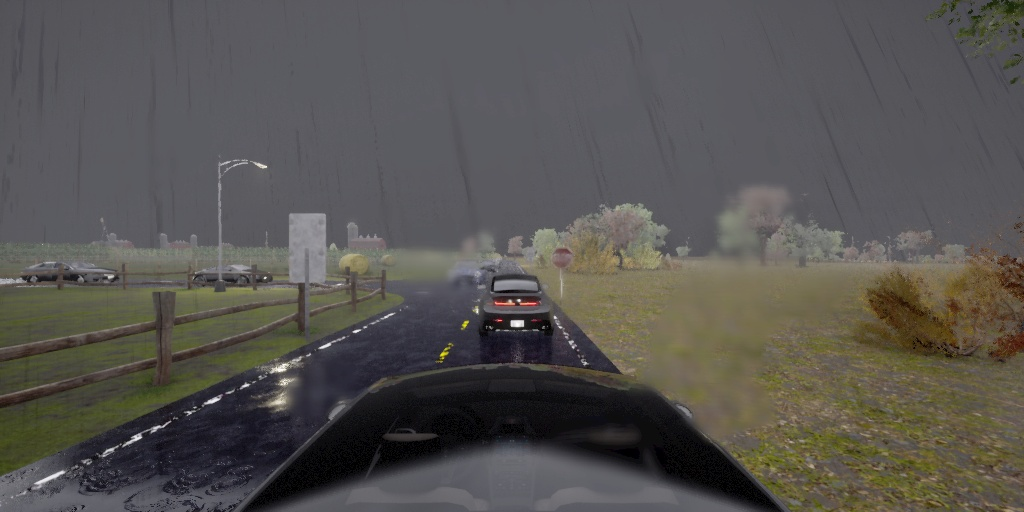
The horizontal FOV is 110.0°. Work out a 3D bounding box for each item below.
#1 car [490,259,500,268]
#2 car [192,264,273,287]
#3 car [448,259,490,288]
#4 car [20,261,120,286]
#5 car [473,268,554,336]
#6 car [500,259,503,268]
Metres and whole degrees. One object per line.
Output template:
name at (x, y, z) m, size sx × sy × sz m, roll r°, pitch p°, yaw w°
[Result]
car at (-2.840, 1.316, 42.910) m, size 2.033 × 1.411 × 5.357 m, roll 0°, pitch 0°, yaw 0°
car at (-17.883, 1.220, 23.069) m, size 4.181 × 1.385 × 1.994 m, roll 0°, pitch 1°, yaw 0°
car at (-2.844, 1.095, 23.694) m, size 2.097 × 1.767 × 4.553 m, roll 0°, pitch 0°, yaw 0°
car at (-28.167, 1.077, 22.962) m, size 4.902 × 1.511 × 2.128 m, roll 0°, pitch 1°, yaw -1°
car at (0.068, 1.254, 10.383) m, size 1.837 × 1.490 × 4.892 m, roll 0°, pitch 0°, yaw -1°
car at (-2.818, 1.281, 58.917) m, size 2.128 × 1.511 × 4.902 m, roll 0°, pitch 0°, yaw 0°
